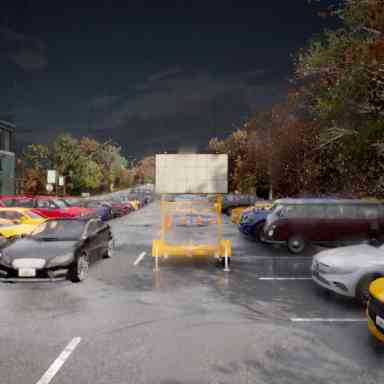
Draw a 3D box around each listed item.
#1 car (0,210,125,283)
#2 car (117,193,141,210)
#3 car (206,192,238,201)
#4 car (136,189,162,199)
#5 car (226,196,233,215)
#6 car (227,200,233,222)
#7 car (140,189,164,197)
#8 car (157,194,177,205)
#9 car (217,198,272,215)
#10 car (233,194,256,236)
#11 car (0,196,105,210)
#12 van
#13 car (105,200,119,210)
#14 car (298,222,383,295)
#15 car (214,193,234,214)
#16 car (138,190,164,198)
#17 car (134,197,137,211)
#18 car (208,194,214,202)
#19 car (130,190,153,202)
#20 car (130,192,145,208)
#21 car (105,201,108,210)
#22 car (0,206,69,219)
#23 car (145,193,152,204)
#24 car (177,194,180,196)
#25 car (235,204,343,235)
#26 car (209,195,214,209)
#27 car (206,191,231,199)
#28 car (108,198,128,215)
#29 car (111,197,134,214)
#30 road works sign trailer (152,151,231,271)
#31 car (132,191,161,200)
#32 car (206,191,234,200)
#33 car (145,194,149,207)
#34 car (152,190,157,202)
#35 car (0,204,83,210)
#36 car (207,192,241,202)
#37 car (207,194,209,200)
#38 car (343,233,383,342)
[{"bbox_3d":[-3.612,1.493,9.733,2.128,1.511,4.902,0,0,0],"label":"car"},{"bbox_3d":[-8.053,1.250,35.045,4.553,1.767,2.185,0,1,0],"label":"car"},{"bbox_3d":[5.152,0.750,57.411,5.366,1.575,1.946,0,2,0],"label":"car"},{"bbox_3d":[-8.089,0.378,62.893,4.553,1.767,2.185,0,3,0],"label":"car"},{"bbox_3d":[5.041,1.350,24.075,4.553,1.767,2.185,0,0,0],"label":"car"},{"bbox_3d":[5.008,1.481,21.290,5.008,1.535,2.097,0,0,0],"label":"car"},{"bbox_3d":[-8.156,0.256,68.463,4.792,1.488,2.163,0,3,0],"label":"car"},{"bbox_3d":[-3.659,1.121,49.706,1.994,1.385,4.181,0,2,0],"label":"car"},{"bbox_3d":[5.004,1.411,32.446,5.008,1.535,2.097,0,1,0],"label":"car"},{"bbox_3d":[4.992,1.230,15.597,5.566,2.045,2.435,0,0,0],"label":"car"},{"bbox_3d":[-8.035,1.230,18.325,5.566,2.045,2.435,0,0,0],"label":"car"},{"bbox_3d":[4.907,1.256,12.811,4.442,1.987,1.878,0,0,0],"label":"van"},{"bbox_3d":[-8.099,1.505,23.894,4.792,1.488,2.163,0,0,0],"label":"car"},{"bbox_3d":[5.034,1.522,7.242,4.674,1.452,2.002,0,0,0],"label":"car"},{"bbox_3d":[5.031,1.189,29.655,5.566,2.045,2.435,0,1,0],"label":"car"},{"bbox_3d":[-8.094,0.395,65.683,4.792,1.488,2.163,0,3,0],"label":"car"},{"bbox_3d":[-8.078,1.453,32.260,4.674,1.452,2.002,0,0,0],"label":"car"},{"bbox_3d":[4.979,1.211,43.468,4.892,1.521,2.231,0,2,0],"label":"car"},{"bbox_3d":[-8.130,1.015,46.184,4.553,1.767,2.185,0,2,0],"label":"car"},{"bbox_3d":[-8.057,1.205,37.824,4.553,1.767,2.185,0,1,0],"label":"car"},{"bbox_3d":[-8.069,1.521,21.108,4.674,1.452,2.002,0,0,0],"label":"car"},{"bbox_3d":[-7.870,1.479,12.759,5.366,1.575,1.946,0,0,0],"label":"car"},{"bbox_3d":[-8.124,1.241,43.401,4.792,1.488,2.163,0,1,0],"label":"car"},{"bbox_3d":[-3.612,0.010,72.873,2.128,1.511,4.902,1,4,-1],"label":"car"},{"bbox_3d":[5.202,1.478,18.382,5.366,1.575,1.946,0,0,0],"label":"car"},{"bbox_3d":[4.810,1.370,35.235,5.366,1.575,1.946,0,1,0],"label":"car"},{"bbox_3d":[4.962,0.534,63.112,4.674,1.452,2.002,0,3,0],"label":"car"},{"bbox_3d":[-8.079,1.463,26.681,5.008,1.535,2.097,0,0,0],"label":"car"},{"bbox_3d":[-8.083,1.442,29.470,5.008,1.535,2.097,0,1,0],"label":"car"},{"bbox_3d":[-0.014,0.466,10.894,2.380,3.560,2.880,0,0,0],"label":"road works sign trailer"},{"bbox_3d":[-8.122,0.634,60.122,5.008,1.535,2.097,0,2,0],"label":"car"},{"bbox_3d":[4.992,0.661,60.202,4.792,1.488,2.163,0,3,0],"label":"car"},{"bbox_3d":[-8.062,1.305,40.614,4.792,1.488,2.163,0,1,0],"label":"car"},{"bbox_3d":[-8.116,0.870,54.544,4.892,1.521,2.231,0,2,0],"label":"car"},{"bbox_3d":[-8.065,1.481,15.542,5.008,1.535,2.097,0,0,0],"label":"car"},{"bbox_3d":[5.156,0.863,54.618,5.366,1.575,1.946,0,2,0],"label":"car"},{"bbox_3d":[4.976,1.135,46.385,5.008,1.535,2.097,0,2,0],"label":"car"},{"bbox_3d":[5.040,1.481,4.457,5.008,1.535,2.097,0,0,0],"label":"car"}]
